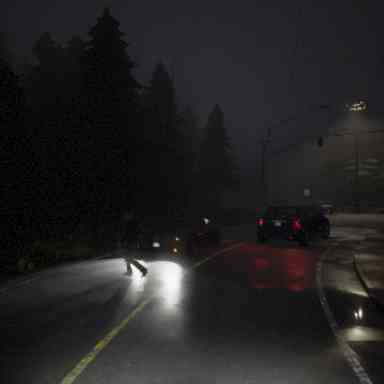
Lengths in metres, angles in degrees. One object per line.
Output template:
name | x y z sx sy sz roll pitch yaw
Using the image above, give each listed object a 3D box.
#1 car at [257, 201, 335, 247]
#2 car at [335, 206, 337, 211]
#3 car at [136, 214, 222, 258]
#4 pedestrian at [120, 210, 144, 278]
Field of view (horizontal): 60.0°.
car | 4.842 1.352 15.489 2.097 1.767 4.553 0 0 37
car | 13.333 1.627 35.968 1.895 1.301 4.718 0 0 -15
car | -0.347 1.562 12.826 1.994 1.385 4.181 0 0 25
pedestrian | -1.573 1.294 8.731 0.375 1.860 0.375 0 0 17
